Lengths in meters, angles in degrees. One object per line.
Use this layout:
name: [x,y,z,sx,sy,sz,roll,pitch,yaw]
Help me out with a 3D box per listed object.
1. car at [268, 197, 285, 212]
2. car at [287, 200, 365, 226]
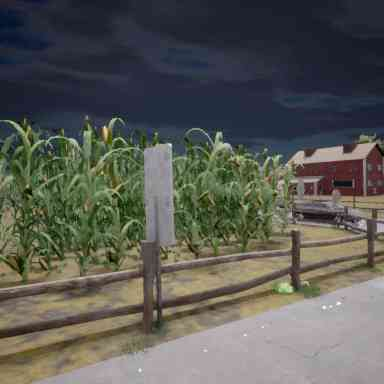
car: [6.833,1.163,31.613,1.837,1.490,4.892,-2,2,-35]
car: [9.248,1.370,22.863,1.837,1.490,4.892,-2,1,-33]
